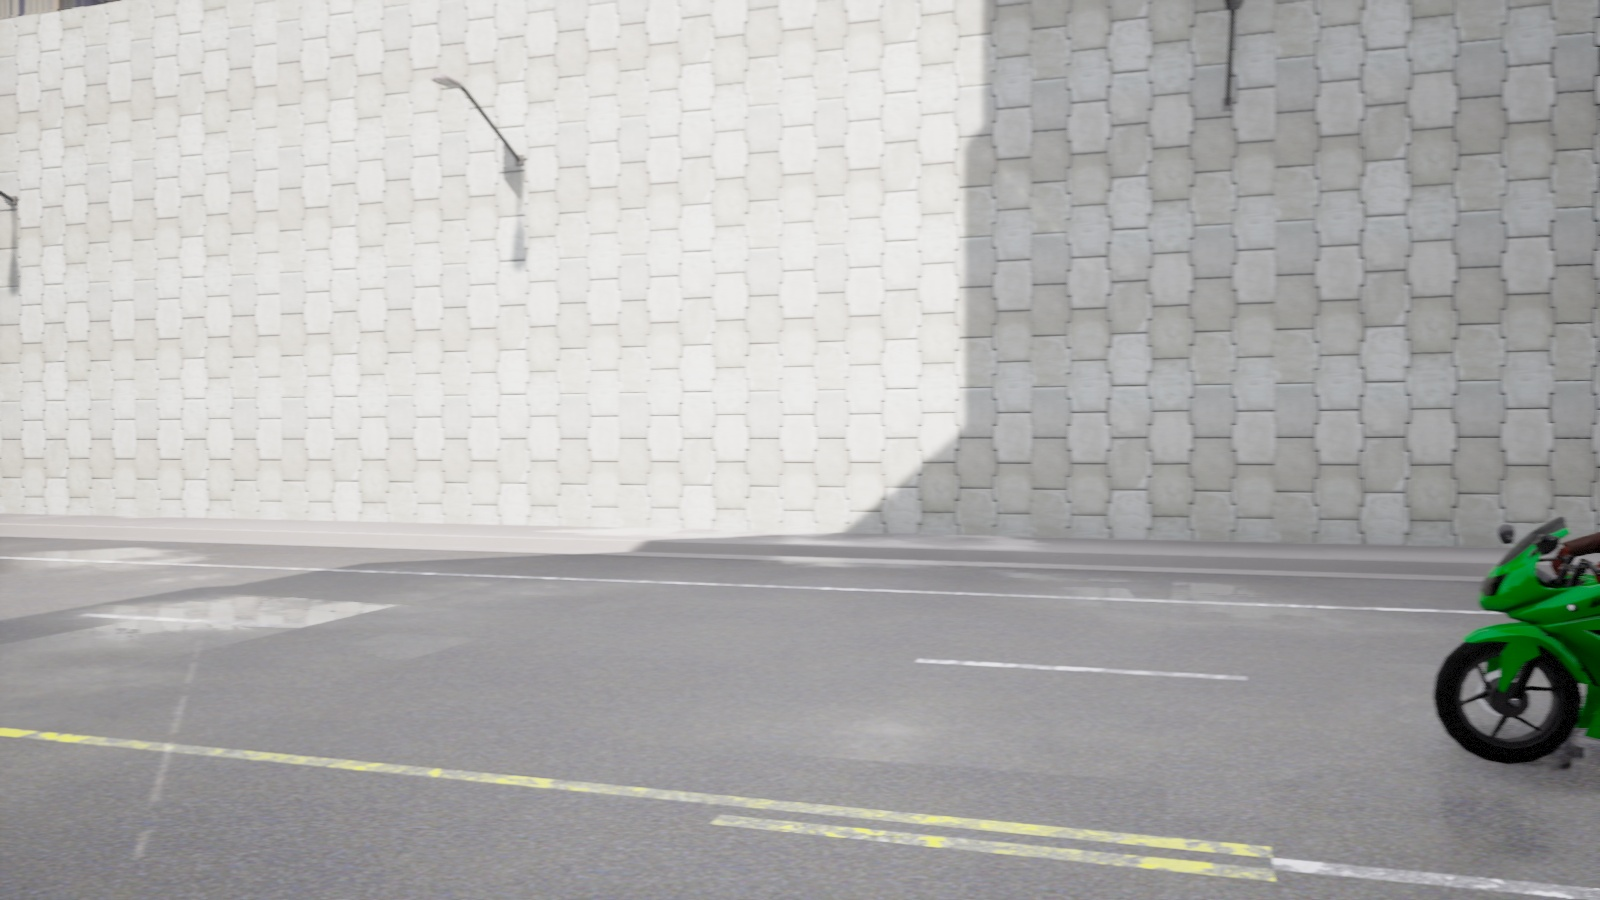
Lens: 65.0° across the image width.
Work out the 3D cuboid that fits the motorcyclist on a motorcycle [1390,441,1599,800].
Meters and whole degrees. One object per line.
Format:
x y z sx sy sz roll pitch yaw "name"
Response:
3.854 0.730 5.651 2.044 1.523 0.797 0 1 15 "motorcyclist on a motorcycle"
